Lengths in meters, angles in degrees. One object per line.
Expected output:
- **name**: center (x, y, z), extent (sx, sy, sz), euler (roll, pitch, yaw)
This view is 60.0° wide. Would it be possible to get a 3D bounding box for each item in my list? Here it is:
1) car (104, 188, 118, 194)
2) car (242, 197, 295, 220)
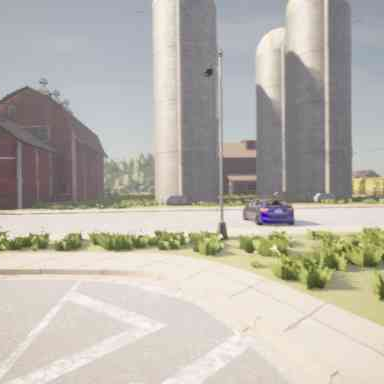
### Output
- **car**: center (-19.998, 0.127, 81.221), extent (1.905, 1.878, 3.866), euler (-8, -6, 41)
- **car**: center (4.584, 1.103, 20.549), extent (2.242, 1.667, 4.611), euler (-1, 1, -6)
